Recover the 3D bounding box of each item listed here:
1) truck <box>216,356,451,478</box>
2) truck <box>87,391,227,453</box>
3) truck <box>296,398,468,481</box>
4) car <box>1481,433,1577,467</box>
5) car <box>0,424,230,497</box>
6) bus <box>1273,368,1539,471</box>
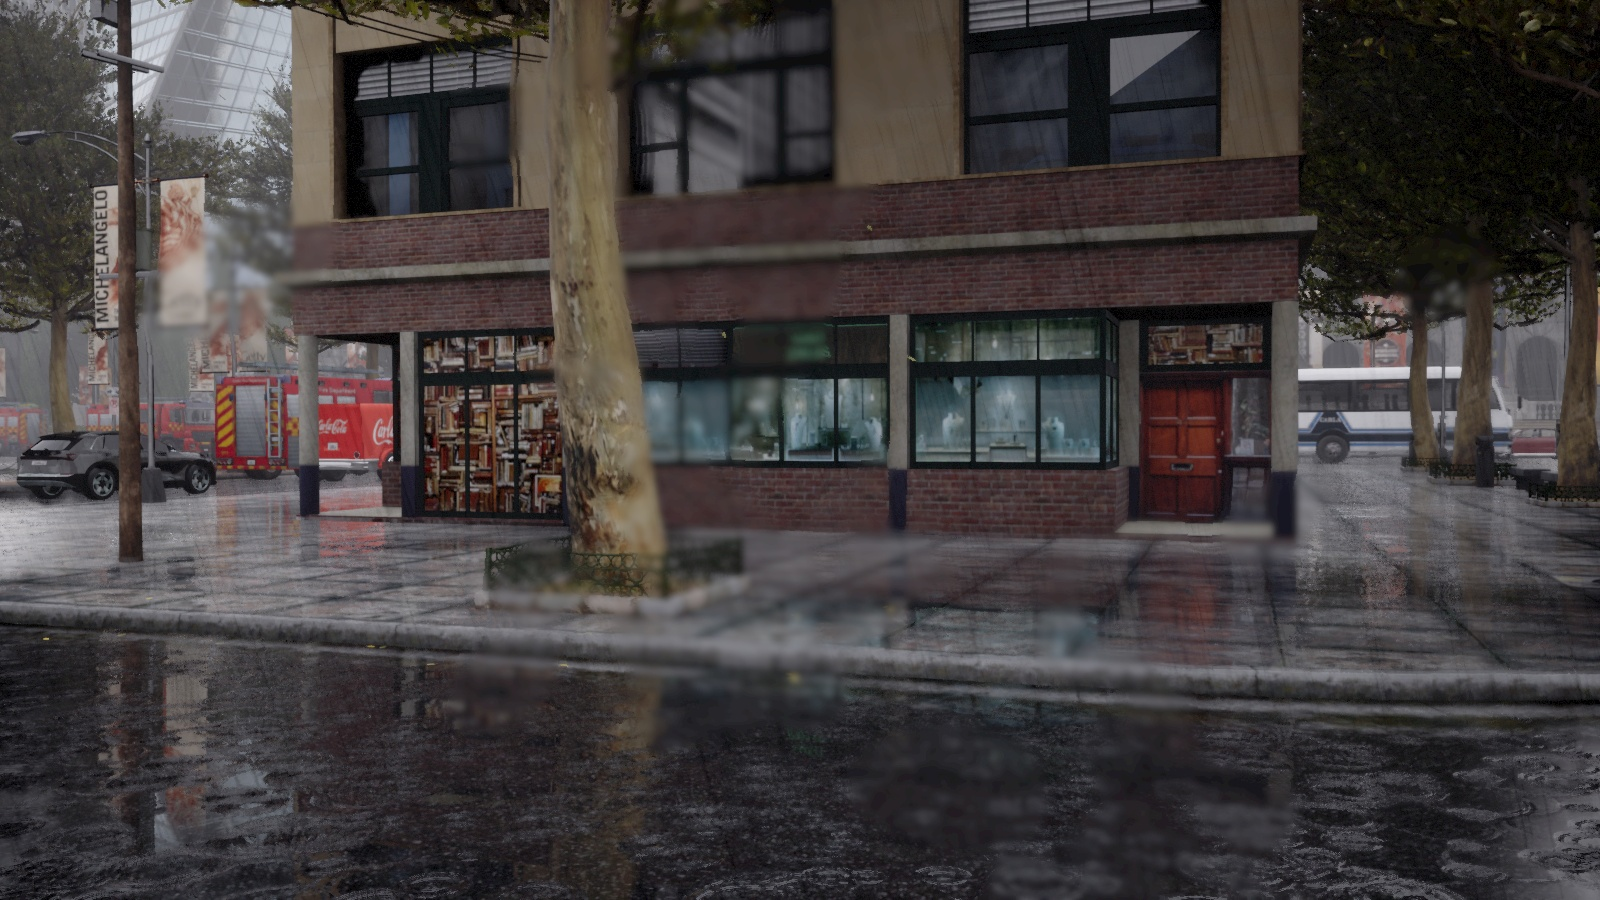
[{"bbox_3d":[-15.899,-1.098,43.706,2.891,3.827,8.468,1,1,20],"label":"truck"},{"bbox_3d":[-40.944,-1.772,79.988,8.468,3.827,2.891,1,1,20],"label":"truck"},{"bbox_3d":[-13.341,-0.358,40.475,2.627,2.467,5.204,1,1,20],"label":"truck"},{"bbox_3d":[34.898,-0.028,60.205,3.705,1.549,1.789,1,1,20],"label":"car"},{"bbox_3d":[-16.686,0.199,30.915,2.033,1.649,4.856,1,1,20],"label":"car"},{"bbox_3d":[26.520,-1.343,55.758,10.273,4.253,3.944,1,1,20],"label":"bus"}]
